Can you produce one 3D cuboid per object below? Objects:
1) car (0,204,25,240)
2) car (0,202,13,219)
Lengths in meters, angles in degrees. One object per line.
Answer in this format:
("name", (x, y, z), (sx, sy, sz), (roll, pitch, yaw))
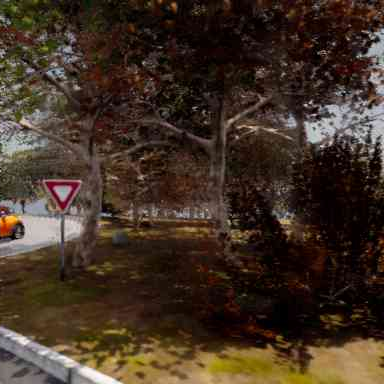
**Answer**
("car", (-9.405, 1.405, 14.570), (2.097, 1.767, 4.553), (0, 0, 4))
("car", (-18.755, 1.635, 30.487), (4.674, 1.442, 1.812), (0, -1, 27))
